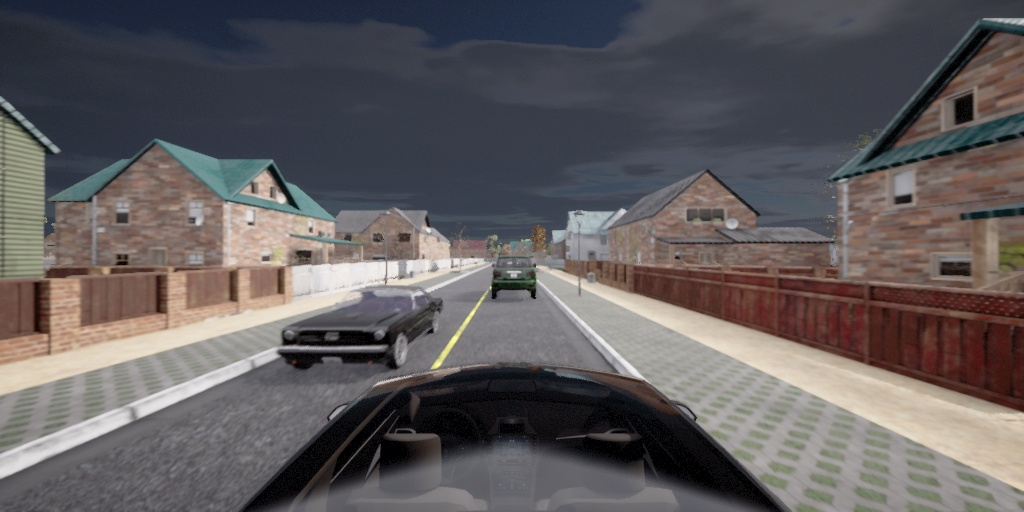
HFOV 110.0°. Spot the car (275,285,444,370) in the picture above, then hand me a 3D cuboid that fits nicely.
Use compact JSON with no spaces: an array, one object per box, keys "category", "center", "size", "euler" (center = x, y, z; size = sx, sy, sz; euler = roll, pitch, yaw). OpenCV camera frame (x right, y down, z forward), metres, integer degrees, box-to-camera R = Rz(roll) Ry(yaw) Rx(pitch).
[{"category":"car","center":[-2.850,1.346,7.885],"size":[1.895,1.301,4.718],"euler":[0,0,0]}]

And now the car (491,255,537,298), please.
[{"category":"car","center":[0.107,0.963,18.621],"size":[2.150,2.045,5.566],"euler":[0,0,0]}]
